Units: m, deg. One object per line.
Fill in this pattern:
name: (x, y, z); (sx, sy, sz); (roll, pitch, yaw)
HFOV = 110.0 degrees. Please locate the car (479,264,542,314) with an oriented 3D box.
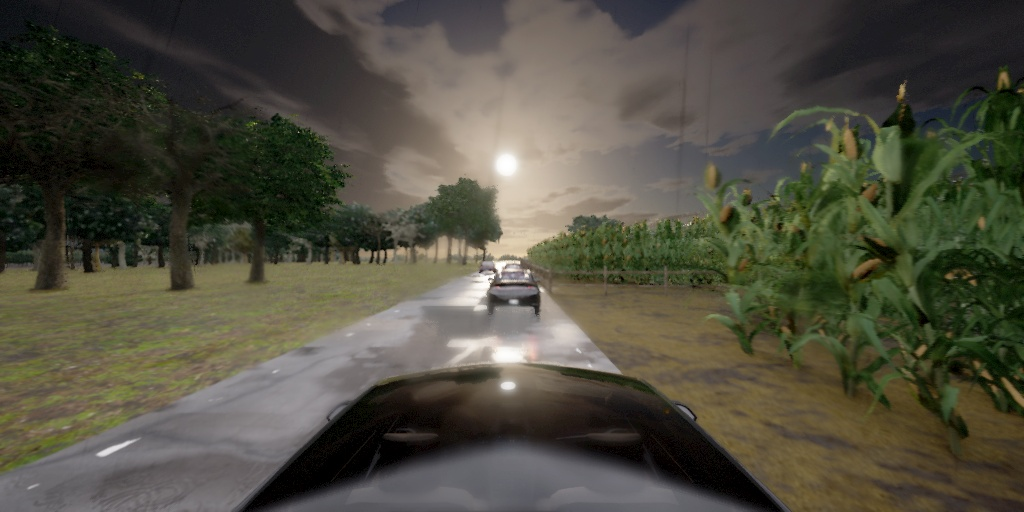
car: (0.080, 1.250, 13.788); (2.128, 1.511, 4.902); (0, 0, 0)

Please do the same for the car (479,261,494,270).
car: (-2.856, 1.331, 42.862); (1.812, 1.442, 4.674); (0, 0, 0)
